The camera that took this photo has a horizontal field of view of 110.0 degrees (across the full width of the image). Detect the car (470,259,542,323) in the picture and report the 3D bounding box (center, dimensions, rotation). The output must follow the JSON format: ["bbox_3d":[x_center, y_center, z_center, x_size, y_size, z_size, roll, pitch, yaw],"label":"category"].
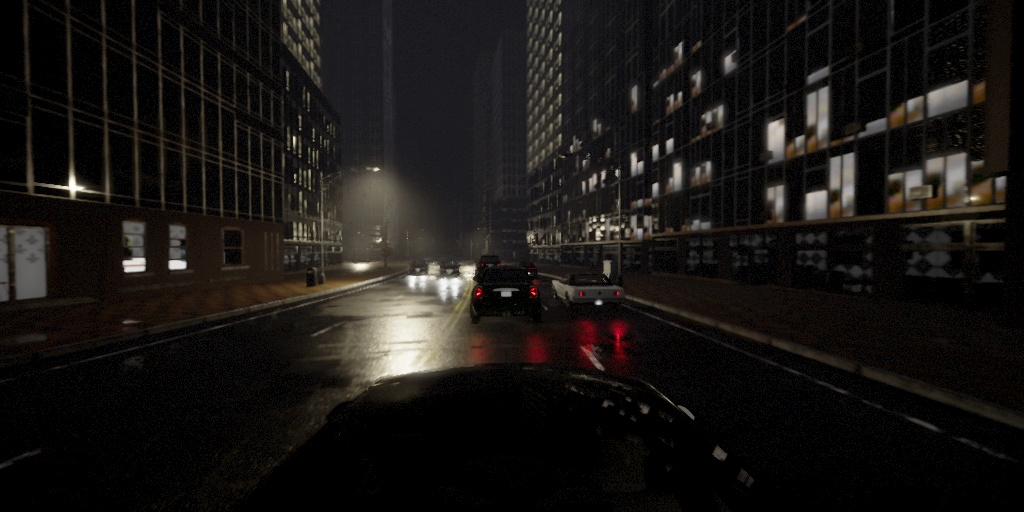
[{"bbox_3d":[-0.263,1.097,12.307,2.097,1.767,4.553,0,0,-3],"label":"car"}]

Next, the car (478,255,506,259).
[{"bbox_3d":[-2.163,0.945,32.446,2.150,2.045,5.566,0,0,-8],"label":"car"}]

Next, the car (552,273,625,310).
[{"bbox_3d":[2.886,1.335,14.680,1.895,1.301,4.718,0,0,-3],"label":"car"}]

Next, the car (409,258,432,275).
[{"bbox_3d":[-9.901,1.239,38.512,2.128,1.511,4.902,0,0,-10],"label":"car"}]

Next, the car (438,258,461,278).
[{"bbox_3d":[-5.974,1.227,34.594,2.128,1.511,4.902,0,0,-9],"label":"car"}]
